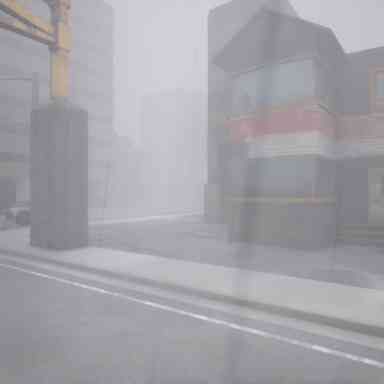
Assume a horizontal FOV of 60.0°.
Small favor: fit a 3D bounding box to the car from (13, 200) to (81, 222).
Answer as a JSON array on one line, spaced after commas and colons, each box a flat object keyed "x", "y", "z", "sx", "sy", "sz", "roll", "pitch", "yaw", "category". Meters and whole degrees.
[{"x": -9.753, "y": 1.232, "z": 22.816, "sx": 1.853, "sy": 1.218, "sz": 4.536, "roll": 0, "pitch": 0, "yaw": 15, "category": "car"}]

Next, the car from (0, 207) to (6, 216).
[{"x": -12.923, "y": 1.225, "z": 25.466, "sx": 4.536, "sy": 1.218, "sz": 1.853, "roll": 0, "pitch": 0, "yaw": -30, "category": "car"}]

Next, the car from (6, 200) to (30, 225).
[{"x": -9.766, "y": 1.390, "z": 22.767, "sx": 2.038, "sy": 1.542, "sz": 4.974, "roll": 0, "pitch": 0, "yaw": 15, "category": "car"}]
